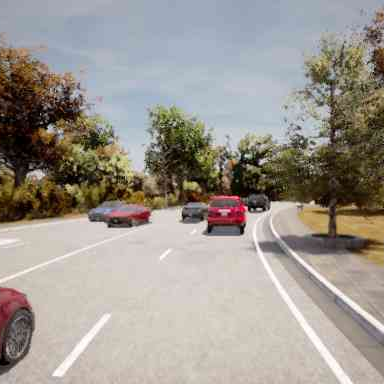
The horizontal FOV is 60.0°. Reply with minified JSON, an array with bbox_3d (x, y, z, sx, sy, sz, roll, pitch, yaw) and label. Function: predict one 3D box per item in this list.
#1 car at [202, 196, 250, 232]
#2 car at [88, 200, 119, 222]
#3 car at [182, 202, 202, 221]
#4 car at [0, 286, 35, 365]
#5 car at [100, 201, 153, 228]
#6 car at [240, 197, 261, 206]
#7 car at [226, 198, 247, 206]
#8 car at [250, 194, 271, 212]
[{"bbox_3d":[2.265,1.295,20.693,2.150,2.045,5.566,-1,0,11],"label":"car"},{"bbox_3d":[-6.919,1.569,28.404,2.097,1.767,4.553,-1,-1,14],"label":"car"},{"bbox_3d":[0.482,1.631,28.460,2.128,1.511,4.902,-1,0,14],"label":"car"},{"bbox_3d":[-3.229,1.529,2.897,1.812,1.442,4.674,0,0,2],"label":"car"},{"bbox_3d":[-4.392,1.629,23.910,1.882,1.535,5.008,-1,0,13],"label":"car"},{"bbox_3d":[11.105,1.800,62.490,2.128,1.511,4.902,-2,-1,32],"label":"car"},{"bbox_3d":[8.790,1.963,65.415,2.033,1.411,5.357,-2,-1,32],"label":"car"},{"bbox_3d":[8.309,1.335,41.192,2.150,2.045,5.566,-1,-1,21],"label":"car"}]
